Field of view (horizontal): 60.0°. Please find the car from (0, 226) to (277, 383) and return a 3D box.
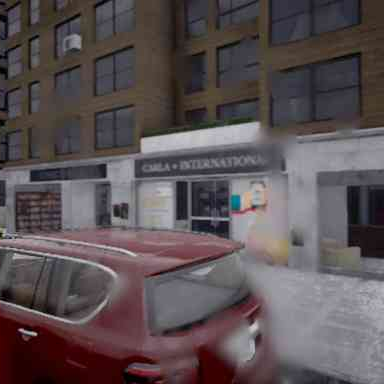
[{"bbox_3d":[-1.521,1.351,3.952,5.009,1.841,2.192,-1,0,35],"label":"car"}]
